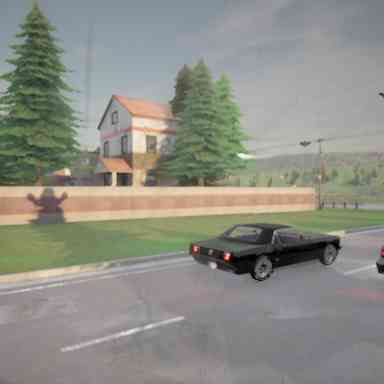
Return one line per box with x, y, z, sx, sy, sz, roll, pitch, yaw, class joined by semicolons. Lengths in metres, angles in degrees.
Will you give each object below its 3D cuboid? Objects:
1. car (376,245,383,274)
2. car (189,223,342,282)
6.865;1.495;8.646;5.357;1.411;2.033;0;0;-36;car
2.334;1.564;9.723;4.718;1.301;1.895;0;0;-36;car
